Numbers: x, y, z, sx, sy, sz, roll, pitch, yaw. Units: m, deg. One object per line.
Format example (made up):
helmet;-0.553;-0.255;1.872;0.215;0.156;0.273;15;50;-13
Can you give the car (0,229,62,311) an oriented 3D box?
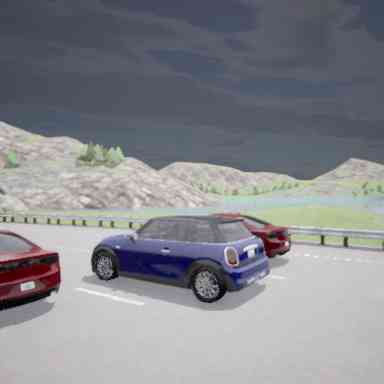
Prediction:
car;-4.952;1.508;7.175;5.008;1.535;1.882;0;0;33

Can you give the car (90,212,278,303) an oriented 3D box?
car;-0.471;1.357;8.410;4.553;1.767;2.097;0;0;34

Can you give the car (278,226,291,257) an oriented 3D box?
car;0.895;1.477;11.714;5.008;1.535;1.882;0;0;34
